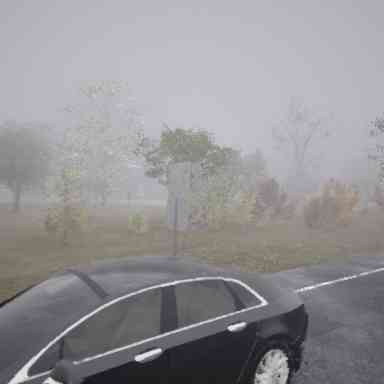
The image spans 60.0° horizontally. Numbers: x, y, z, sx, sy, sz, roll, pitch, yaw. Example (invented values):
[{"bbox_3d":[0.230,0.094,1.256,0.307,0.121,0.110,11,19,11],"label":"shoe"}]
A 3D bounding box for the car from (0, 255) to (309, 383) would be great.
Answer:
[{"bbox_3d":[-0.812,1.519,3.408,4.892,1.490,1.837,1,-1,-35],"label":"car"}]
